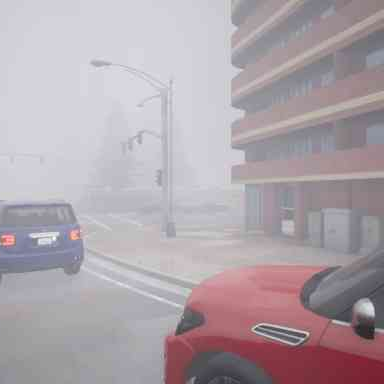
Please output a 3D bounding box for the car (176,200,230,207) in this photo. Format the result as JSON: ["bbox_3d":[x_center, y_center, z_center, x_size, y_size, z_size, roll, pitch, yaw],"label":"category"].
[{"bbox_3d":[1.105,1.656,34.237,4.718,1.301,1.895,0,0,-23],"label":"car"}]

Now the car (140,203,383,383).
[{"bbox_3d":[2.364,1.221,2.441,5.566,2.045,2.150,0,0,36],"label":"car"}]

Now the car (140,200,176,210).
[{"bbox_3d":[-3.352,1.581,36.150,4.674,1.442,1.812,0,0,-23],"label":"car"}]

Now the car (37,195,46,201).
[{"bbox_3d":[-37.290,1.478,82.497,1.882,1.535,5.008,0,0,-23],"label":"car"}]

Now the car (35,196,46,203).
[{"bbox_3d":[-33.261,1.540,73.024,2.033,1.411,5.357,0,0,-23],"label":"car"}]

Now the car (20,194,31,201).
[{"bbox_3d":[-40.464,1.355,81.017,2.097,1.767,4.553,0,0,-23],"label":"car"}]

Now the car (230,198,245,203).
[{"bbox_3d":[5.172,1.533,39.723,5.008,1.535,1.882,0,0,-23],"label":"car"}]

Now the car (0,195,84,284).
[{"bbox_3d":[-4.941,1.221,9.792,2.150,2.045,5.566,0,0,-36],"label":"car"}]
